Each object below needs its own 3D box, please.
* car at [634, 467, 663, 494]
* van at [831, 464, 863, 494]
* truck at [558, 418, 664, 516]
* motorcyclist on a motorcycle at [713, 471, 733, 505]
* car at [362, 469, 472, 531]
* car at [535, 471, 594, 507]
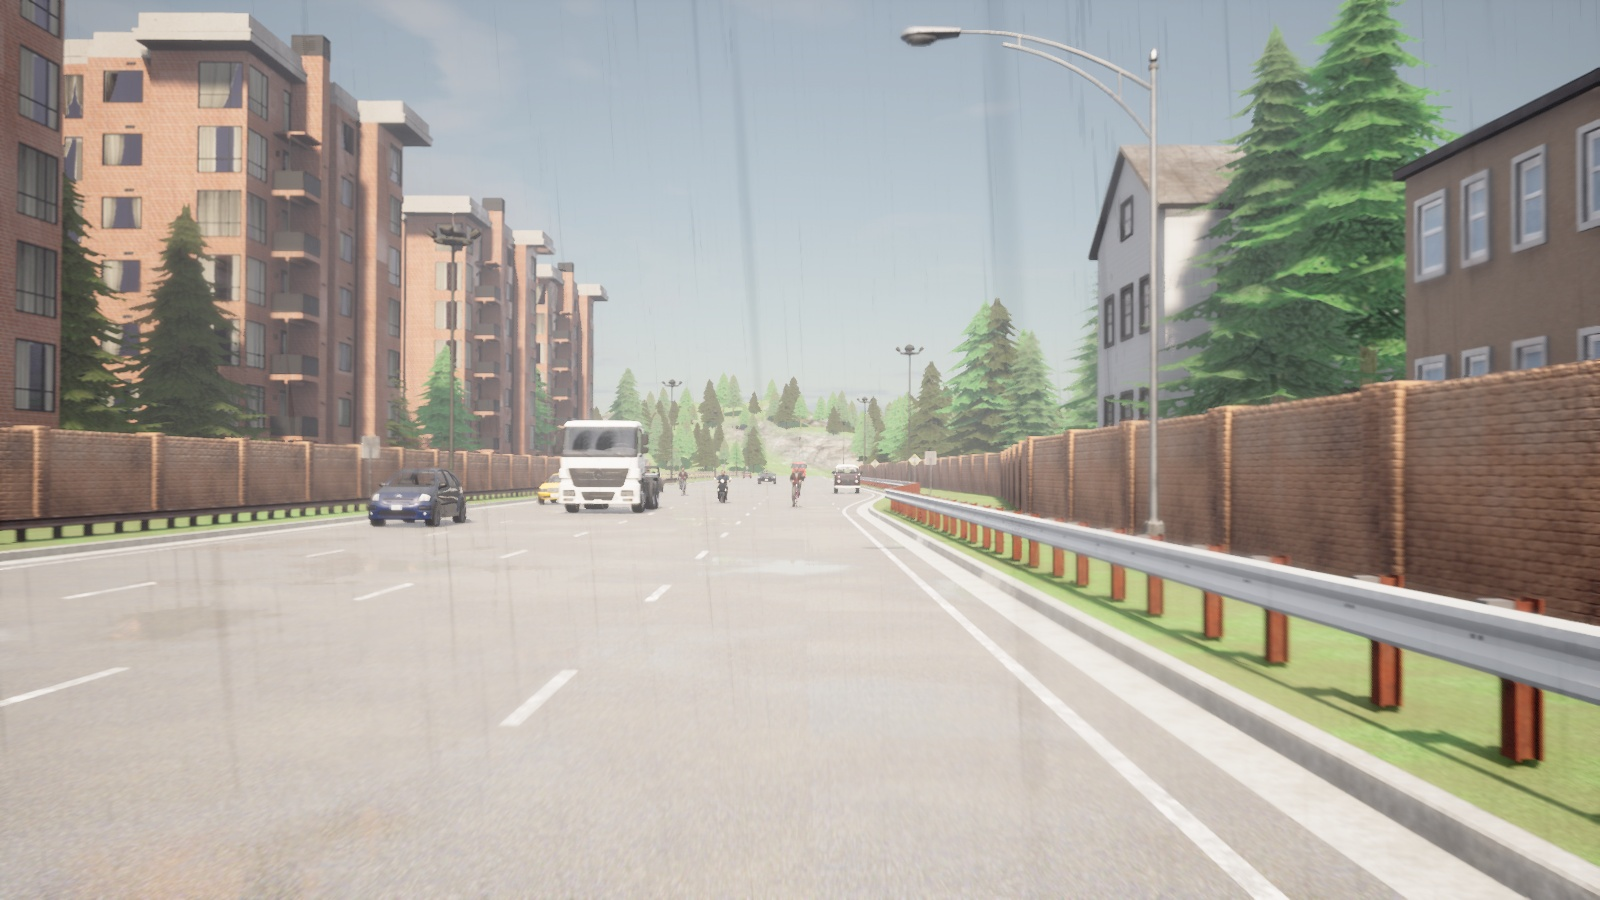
[{"bbox_3d":[-10.634,2.129,88.339,1.905,1.878,3.866,-1,-1,-4],"label":"car"},{"bbox_3d":[3.267,1.991,87.687,2.069,2.038,4.480,0,-1,0],"label":"van"},{"bbox_3d":[-7.121,0.670,48.373,2.891,3.462,7.936,0,-1,0],"label":"truck"},{"bbox_3d":[-3.645,1.778,59.560,0.866,1.590,1.817,0,-1,0],"label":"motorcyclist on a motorcycle"},{"bbox_3d":[-10.585,1.340,34.982,1.851,1.617,3.988,0,-1,0],"label":"car"},{"bbox_3d":[-10.709,1.758,57.495,1.801,1.575,5.366,0,-1,-1],"label":"car"}]
